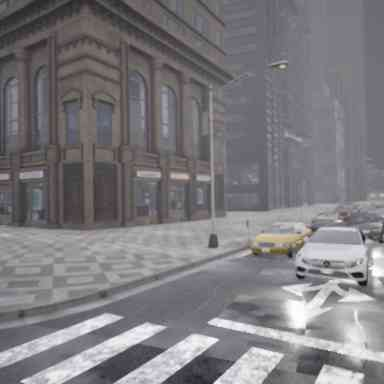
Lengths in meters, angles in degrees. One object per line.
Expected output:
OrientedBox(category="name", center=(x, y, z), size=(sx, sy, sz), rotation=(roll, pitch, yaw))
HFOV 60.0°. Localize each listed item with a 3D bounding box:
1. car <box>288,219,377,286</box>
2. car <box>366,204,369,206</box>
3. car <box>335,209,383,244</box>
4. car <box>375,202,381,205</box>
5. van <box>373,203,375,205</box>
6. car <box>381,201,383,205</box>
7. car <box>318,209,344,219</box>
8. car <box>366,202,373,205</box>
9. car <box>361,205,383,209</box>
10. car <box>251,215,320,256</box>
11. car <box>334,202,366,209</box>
OrientedBox(category="car", center=(4.684, 1.821, 10.616), size=(1.812, 1.442, 4.674), rotation=(-1, -2, 31))
OrientedBox(category="car", center=(17.302, 2.277, 35.427), size=(1.887, 1.381, 4.507), rotation=(-2, -2, 32))
OrientedBox(category="car", center=(9.697, 1.916, 18.504), size=(2.128, 1.511, 4.902), rotation=(-1, -2, 33))
OrientedBox(category="car", center=(27.891, 2.438, 52.066), size=(1.967, 1.590, 4.097), rotation=(-2, -2, 32))
OrientedBox(category="van", center=(22.545, 2.206, 43.676), size=(1.690, 1.788, 3.998), rotation=(-2, -2, 32))
OrientedBox(category="car", center=(36.557, 2.754, 65.673), size=(1.887, 1.381, 4.507), rotation=(-2, -2, 32))
OrientedBox(category="car", center=(9.430, 2.083, 23.062), size=(2.008, 1.369, 4.403), rotation=(-2, -2, 32))
OrientedBox(category="car", center=(19.923, 2.239, 39.551), size=(1.967, 1.590, 4.097), rotation=(-2, -2, 32))
OrientedBox(category="car", center=(15.226, 2.091, 27.170), size=(1.812, 1.442, 4.674), rotation=(-1, -2, 33))
OrientedBox(category="car", center=(4.091, 1.920, 14.677), size=(1.752, 1.417, 4.829), rotation=(-2, -2, 32))
OrientedBox(category="car", center=(14.673, 1.981, 31.312), size=(2.192, 1.841, 5.009), rotation=(-2, -2, 32))
